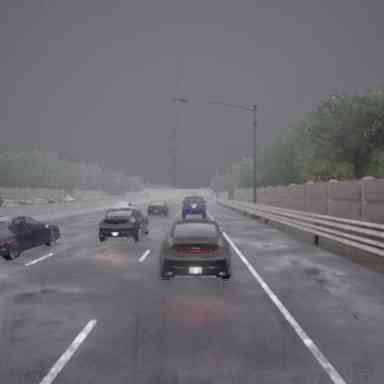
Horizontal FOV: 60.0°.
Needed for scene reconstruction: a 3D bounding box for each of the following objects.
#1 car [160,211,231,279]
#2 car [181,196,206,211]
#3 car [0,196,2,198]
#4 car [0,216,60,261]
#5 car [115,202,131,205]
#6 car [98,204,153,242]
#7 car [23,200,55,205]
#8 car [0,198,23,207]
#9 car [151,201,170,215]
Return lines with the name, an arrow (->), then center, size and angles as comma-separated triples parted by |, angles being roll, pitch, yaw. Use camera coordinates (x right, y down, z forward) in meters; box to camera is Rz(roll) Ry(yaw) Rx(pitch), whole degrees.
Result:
car -> 0.103, 1.564, 10.173 | 1.837, 1.490, 4.892 | 0, 0, 0
car -> 0.185, 1.393, 31.471 | 2.150, 2.045, 5.566 | 0, 0, 0
car -> -24.479, 1.433, 39.154 | 2.150, 2.045, 5.566 | 0, -1, 0
car -> -6.879, 1.617, 12.591 | 2.033, 1.411, 5.357 | 0, 0, 0
car -> -6.810, 1.704, 33.067 | 1.812, 1.442, 4.674 | 0, 0, 0
car -> -3.359, 1.598, 16.985 | 1.837, 1.490, 4.892 | 0, -1, 0
car -> -17.480, 1.715, 39.134 | 1.837, 1.490, 4.892 | 0, 0, 0
car -> -20.977, 1.774, 39.270 | 1.994, 1.385, 4.181 | 0, 0, 0
car -> -3.308, 1.659, 33.562 | 1.882, 1.535, 5.008 | 0, 0, 0
